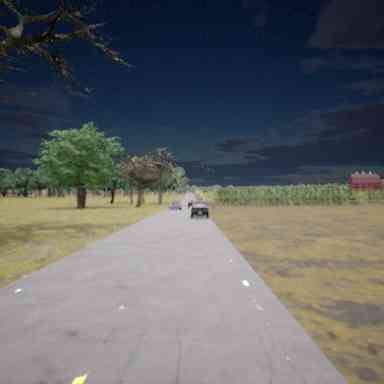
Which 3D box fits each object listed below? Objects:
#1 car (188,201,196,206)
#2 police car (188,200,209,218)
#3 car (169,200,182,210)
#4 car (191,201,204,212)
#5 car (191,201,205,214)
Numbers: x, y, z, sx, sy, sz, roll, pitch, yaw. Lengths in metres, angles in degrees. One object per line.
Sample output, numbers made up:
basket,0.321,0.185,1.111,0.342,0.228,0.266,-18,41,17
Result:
car,-0.029,2.946,86.259,2.033,1.411,5.357,0,-1,0
police car,0.813,1.889,35.503,1.930,1.638,5.238,0,-1,0
car,-2.828,2.201,56.863,2.097,1.767,4.553,0,-1,0
car,0.808,2.218,51.397,1.882,1.535,5.008,0,-1,0
car,0.810,2.088,45.584,1.801,1.575,5.366,0,-1,0
